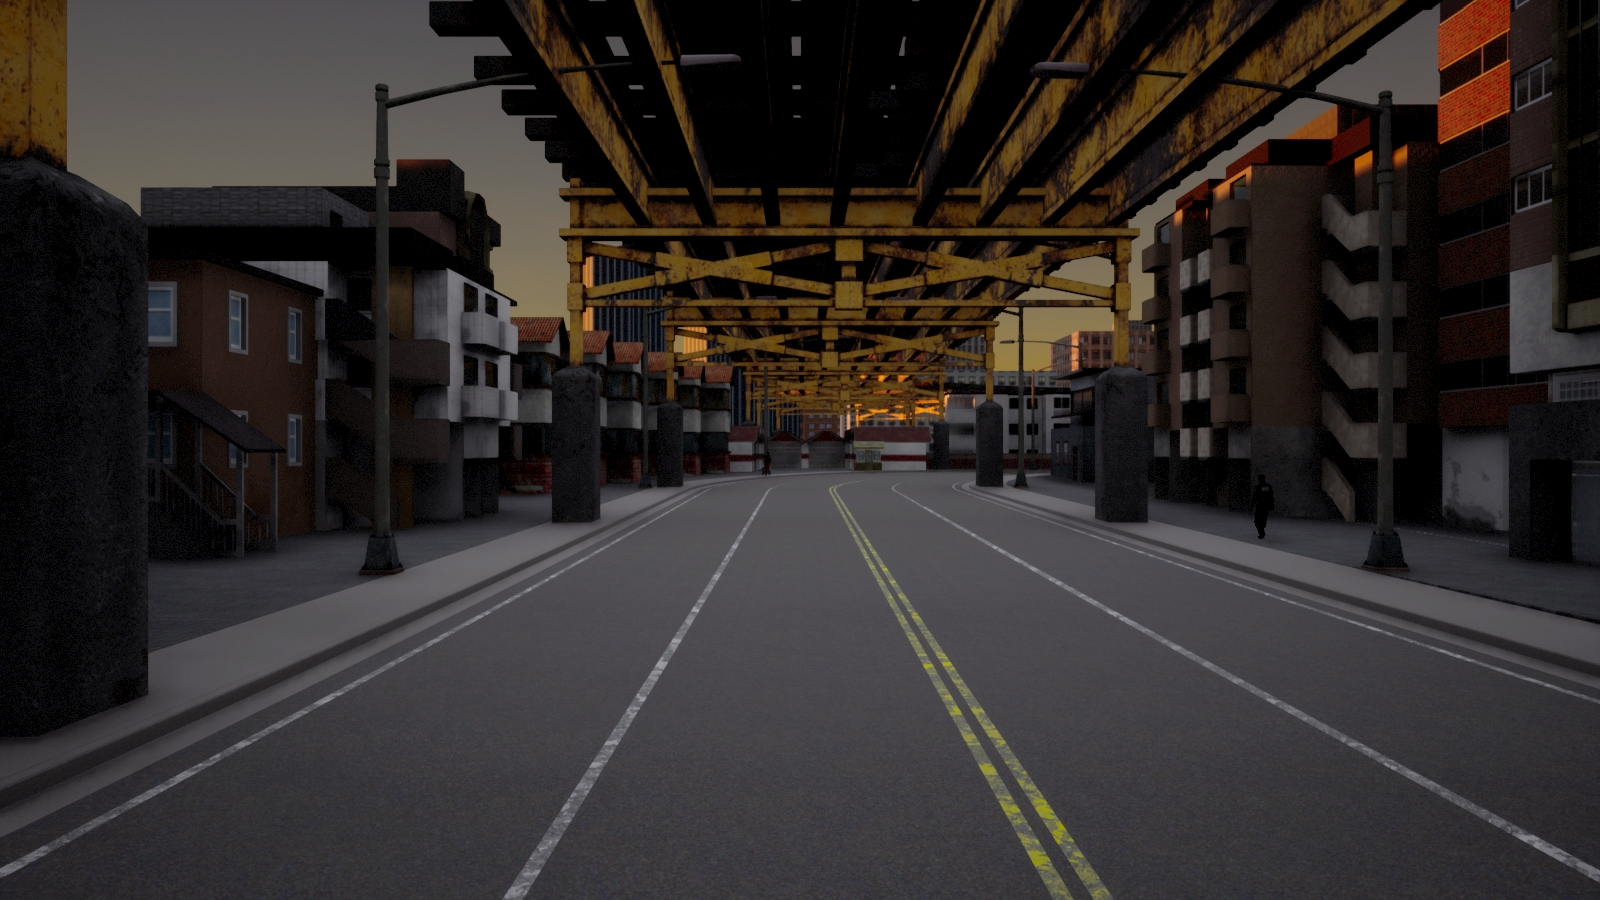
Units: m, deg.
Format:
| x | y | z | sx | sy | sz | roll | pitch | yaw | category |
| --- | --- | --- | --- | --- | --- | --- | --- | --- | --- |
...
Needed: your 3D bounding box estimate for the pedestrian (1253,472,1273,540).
| x | y | z | sx | sy | sz | roll | pitch | yaw | category |
| --- | --- | --- | --- | --- | --- | --- | --- | --- | --- |
| 12.756 | 1.538 | 31.474 | 0.375 | 1.860 | 0.375 | 0 | 0 | -6 | pedestrian |
